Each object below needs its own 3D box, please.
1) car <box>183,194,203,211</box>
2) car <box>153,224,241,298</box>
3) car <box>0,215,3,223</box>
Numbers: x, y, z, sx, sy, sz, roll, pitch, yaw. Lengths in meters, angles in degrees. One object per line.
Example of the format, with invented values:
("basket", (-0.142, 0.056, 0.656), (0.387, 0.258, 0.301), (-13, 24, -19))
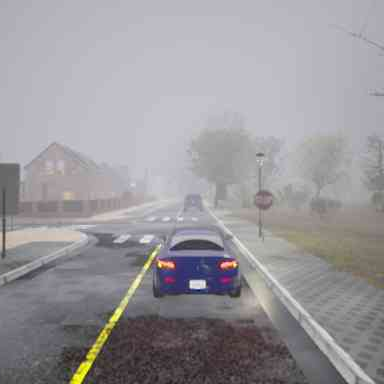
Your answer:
("car", (0.145, 1.236, 40.638), (2.150, 2.045, 5.566), (0, 0, 0))
("car", (0.101, 1.521, 8.368), (1.812, 1.442, 4.674), (0, 0, 0))
("car", (-14.342, 1.592, 20.476), (4.718, 1.301, 1.895), (0, -1, 2))
